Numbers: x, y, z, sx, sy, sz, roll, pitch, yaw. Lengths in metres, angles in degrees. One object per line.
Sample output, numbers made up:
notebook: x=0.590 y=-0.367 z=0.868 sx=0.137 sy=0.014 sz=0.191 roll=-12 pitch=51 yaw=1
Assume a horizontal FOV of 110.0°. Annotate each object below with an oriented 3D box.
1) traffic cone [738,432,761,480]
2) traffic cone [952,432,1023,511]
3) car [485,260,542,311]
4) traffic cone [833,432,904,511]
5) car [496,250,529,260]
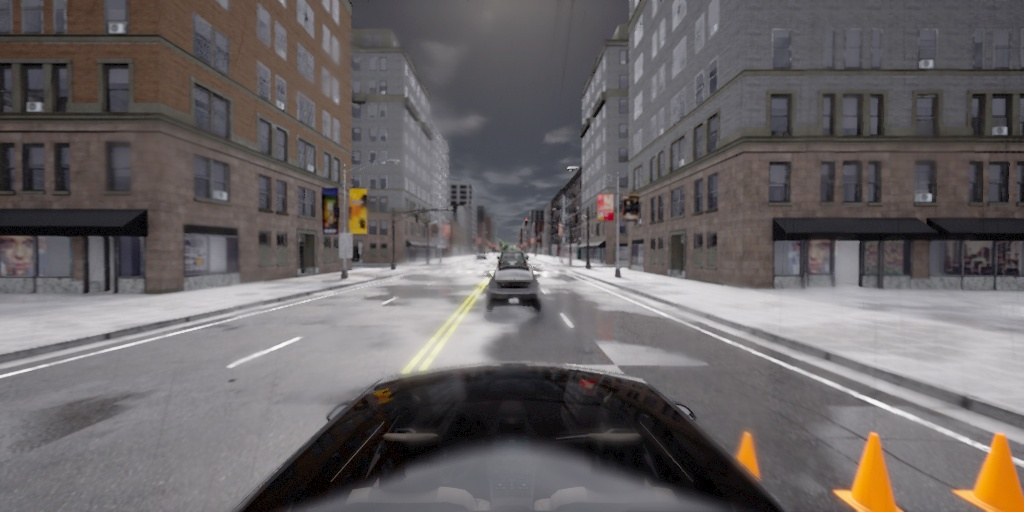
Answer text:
traffic cone: x=1.856 y=1.692 z=2.832 sx=0.340 sy=0.580 sz=0.340 roll=0 pitch=0 yaw=0
traffic cone: x=3.856 y=1.695 z=2.838 sx=0.340 sy=0.580 sz=0.340 roll=0 pitch=0 yaw=0
car: x=0.058 y=1.083 z=13.412 sx=1.837 sy=1.490 sz=4.892 roll=0 pitch=1 yaw=0
traffic cone: x=2.856 y=1.693 z=2.835 sx=0.340 sy=0.580 sz=0.340 roll=0 pitch=0 yaw=0
car: x=0.019 y=0.603 z=26.789 sx=2.150 sy=2.045 sz=5.566 roll=0 pitch=1 yaw=0
